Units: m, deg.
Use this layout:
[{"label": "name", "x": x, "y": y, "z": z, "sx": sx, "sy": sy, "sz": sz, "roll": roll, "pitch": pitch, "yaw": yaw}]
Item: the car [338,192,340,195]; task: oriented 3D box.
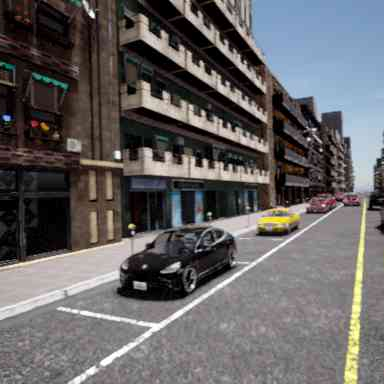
[{"label": "car", "x": 28.580, "y": 0.918, "z": 64.134, "sx": 2.192, "sy": 1.841, "sz": 5.009, "roll": -2, "pitch": 0, "yaw": 28}]

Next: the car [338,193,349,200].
[{"label": "car", "x": 33.809, "y": 1.058, "z": 74.122, "sx": 1.887, "sy": 1.381, "sz": 4.507, "roll": -2, "pitch": 0, "yaw": 28}]

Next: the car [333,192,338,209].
[{"label": "car", "x": 15.526, "y": 1.142, "z": 39.159, "sx": 2.192, "sy": 1.841, "sz": 5.009, "roll": -2, "pitch": 0, "yaw": 28}]

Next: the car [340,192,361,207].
[{"label": "car", "x": 21.771, "y": 1.021, "z": 45.306, "sx": 2.097, "sy": 1.767, "sz": 4.553, "roll": -2, "pitch": -1, "yaw": 28}]

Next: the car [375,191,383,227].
[{"label": "car", "x": 11.186, "y": 0.999, "z": 17.348, "sx": 2.150, "sy": 2.045, "sz": 5.566, "roll": -2, "pitch": -1, "yaw": 25}]

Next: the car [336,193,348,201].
[{"label": "car", "x": 31.194, "y": 0.998, "z": 69.127, "sx": 1.967, "sy": 1.590, "sz": 4.097, "roll": -2, "pitch": 0, "yaw": 28}]

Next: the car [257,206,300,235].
[{"label": "car", "x": 5.009, "y": 1.530, "z": 19.026, "sx": 1.752, "sy": 1.417, "sz": 4.829, "roll": -2, "pitch": 0, "yaw": 28}]

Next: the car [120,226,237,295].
[{"label": "car", "x": -0.133, "y": 1.656, "z": 9.186, "sx": 1.947, "sy": 1.339, "sz": 4.313, "roll": -2, "pitch": 0, "yaw": 28}]

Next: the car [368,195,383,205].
[{"label": "car", "x": 27.095, "y": 1.122, "z": 49.002, "sx": 1.895, "sy": 1.301, "sz": 4.718, "roll": -2, "pitch": -1, "yaw": 28}]

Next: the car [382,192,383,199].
[{"label": "car", "x": 41.228, "y": 0.770, "z": 70.236, "sx": 1.887, "sy": 1.381, "sz": 4.507, "roll": -2, "pitch": 0, "yaw": 28}]

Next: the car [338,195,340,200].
[{"label": "car", "x": 18.144, "y": 1.365, "z": 44.152, "sx": 1.802, "sy": 1.307, "sz": 4.206, "roll": -2, "pitch": 0, "yaw": 28}]

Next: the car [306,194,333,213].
[{"label": "car", "x": 12.918, "y": 1.311, "z": 34.163, "sx": 1.967, "sy": 1.590, "sz": 4.097, "roll": -2, "pitch": 0, "yaw": 28}]

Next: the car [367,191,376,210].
[{"label": "car", "x": 20.375, "y": 0.858, "z": 36.161, "sx": 2.150, "sy": 2.045, "sz": 5.566, "roll": -2, "pitch": 0, "yaw": 28}]
